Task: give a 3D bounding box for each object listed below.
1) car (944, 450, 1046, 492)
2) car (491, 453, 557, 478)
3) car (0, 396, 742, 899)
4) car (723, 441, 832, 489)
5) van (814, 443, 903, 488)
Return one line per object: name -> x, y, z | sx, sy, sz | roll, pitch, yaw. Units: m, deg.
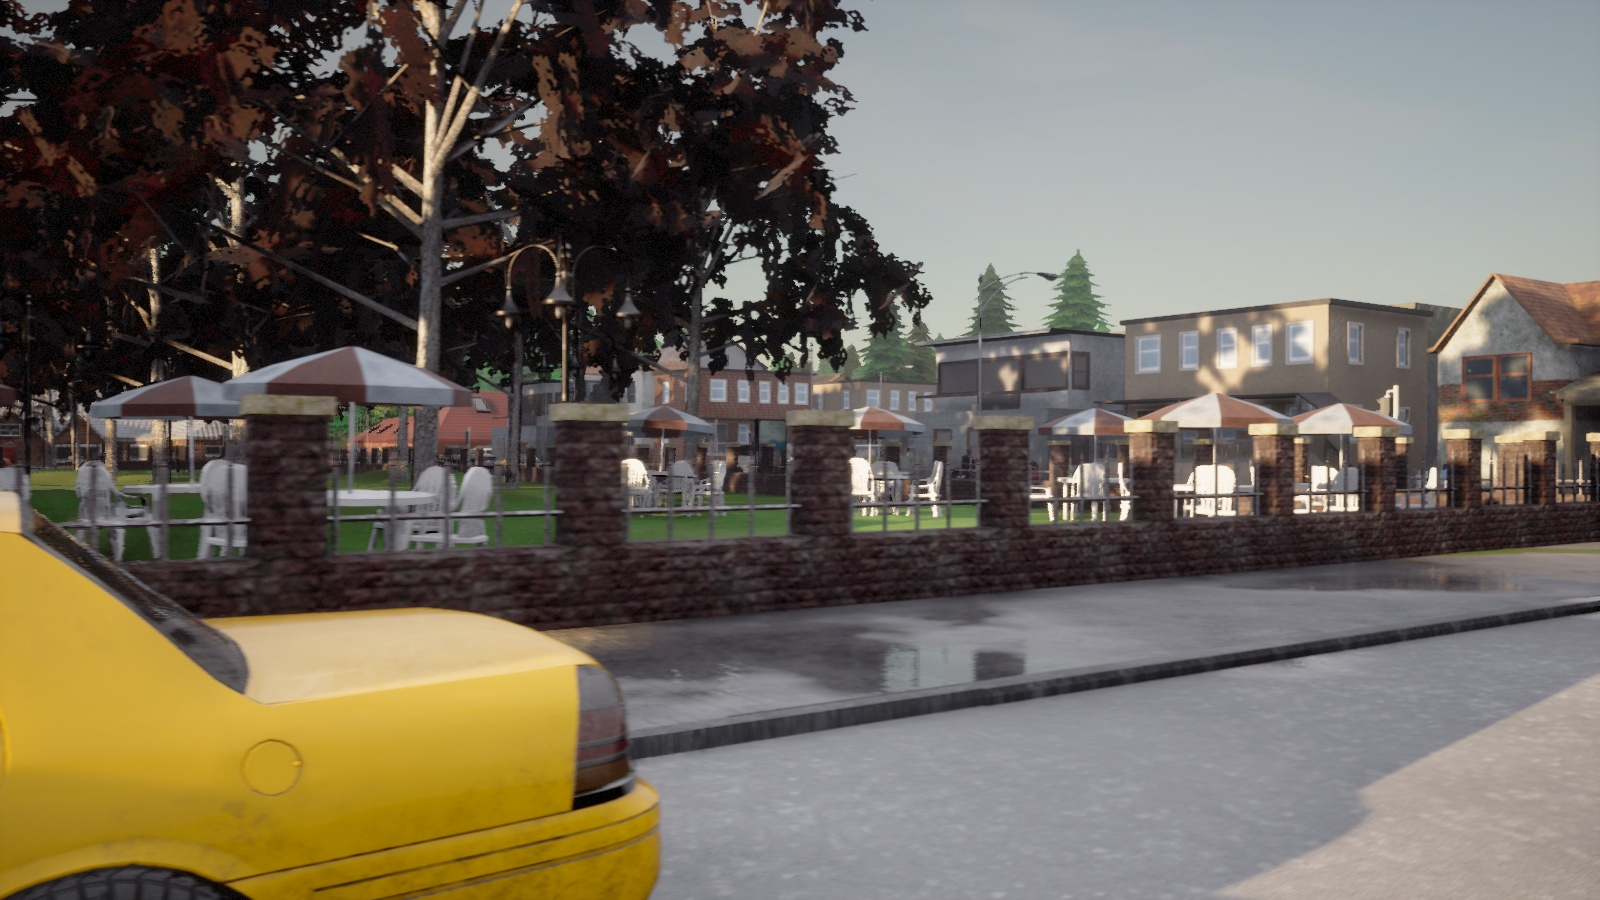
car -> 7.883, 0.816, 51.020 | 1.851, 1.617, 3.988 | 0, 0, -35
car -> -17.843, 0.982, 80.931 | 1.801, 1.575, 5.366 | 0, 0, -41
car -> -2.852, 0.694, 2.266 | 5.366, 1.575, 1.801 | 0, 0, -35
car -> -1.089, 0.664, 56.765 | 2.150, 2.045, 5.566 | 0, 0, -35
van -> 2.684, 0.700, 58.356 | 1.775, 1.987, 4.442 | 0, 0, -35
